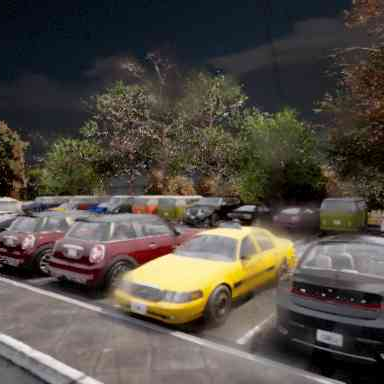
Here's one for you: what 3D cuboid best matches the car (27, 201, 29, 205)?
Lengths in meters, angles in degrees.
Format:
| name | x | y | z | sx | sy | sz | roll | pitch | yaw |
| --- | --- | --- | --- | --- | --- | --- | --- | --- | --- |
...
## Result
| name | x | y | z | sx | sy | sz | roll | pitch | yaw |
| --- | --- | --- | --- | --- | --- | --- | --- | --- | --- |
| car | -16.240 | 1.733 | 35.916 | 2.231 | 1.521 | 4.892 | -1 | -1 | 36 |

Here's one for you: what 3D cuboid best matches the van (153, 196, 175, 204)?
| name | x | y | z | sx | sy | sz | roll | pitch | yaw |
| --- | --- | --- | --- | --- | --- | --- | --- | --- | --- |
| van | -0.520 | 1.287 | 24.814 | 1.878 | 1.987 | 4.442 | 0 | 0 | 36 |

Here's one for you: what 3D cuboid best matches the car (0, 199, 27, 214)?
| name | x | y | z | sx | sy | sz | roll | pitch | yaw |
| --- | --- | --- | --- | --- | --- | --- | --- | --- | --- |
| car | -23.014 | 1.746 | 40.733 | 2.185 | 1.767 | 4.553 | -1 | -1 | 36 |

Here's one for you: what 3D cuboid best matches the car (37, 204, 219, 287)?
| name | x | y | z | sx | sy | sz | roll | pitch | yaw |
| --- | --- | --- | --- | --- | --- | --- | --- | --- | --- |
| car | -1.458 | 1.382 | 9.218 | 2.185 | 1.767 | 4.553 | 0 | 0 | 36 |

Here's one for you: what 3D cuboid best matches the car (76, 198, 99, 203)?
| name | x | y | z | sx | sy | sz | roll | pitch | yaw |
| --- | --- | --- | --- | --- | --- | --- | --- | --- | --- |
| car | -7.225 | 1.545 | 29.476 | 2.097 | 1.535 | 5.008 | -1 | -1 | 36 |

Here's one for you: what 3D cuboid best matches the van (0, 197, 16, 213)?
| name | x | y | z | sx | sy | sz | roll | pitch | yaw |
| --- | --- | --- | --- | --- | --- | --- | --- | --- | --- |
| van | -25.181 | 1.693 | 42.467 | 1.878 | 1.987 | 4.442 | -1 | -1 | 36 |

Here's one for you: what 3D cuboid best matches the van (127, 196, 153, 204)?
| name | x | y | z | sx | sy | sz | roll | pitch | yaw |
| --- | --- | --- | --- | --- | --- | --- | --- | --- | --- |
| van | -2.671 | 1.289 | 26.354 | 1.878 | 1.987 | 4.442 | 0 | 0 | 36 |

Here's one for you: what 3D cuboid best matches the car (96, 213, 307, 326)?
| name | x | y | z | sx | sy | sz | roll | pitch | yaw |
| --- | --- | --- | --- | --- | --- | --- | --- | --- | --- |
| car | 0.710 | 1.503 | 7.476 | 1.946 | 1.575 | 5.366 | 0 | 0 | 36 |

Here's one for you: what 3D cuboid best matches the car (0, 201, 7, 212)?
| name | x | y | z | sx | sy | sz | roll | pitch | yaw |
| --- | --- | --- | --- | --- | --- | --- | --- | --- | --- |
| car | -27.502 | 1.966 | 43.977 | 2.231 | 1.521 | 4.892 | -1 | -1 | 36 |

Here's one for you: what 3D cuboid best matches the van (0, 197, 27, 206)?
| name | x | y | z | sx | sy | sz | roll | pitch | yaw |
| --- | --- | --- | --- | --- | --- | --- | --- | --- | --- |
| van | -10.538 | 1.290 | 15.612 | 1.878 | 1.987 | 4.442 | 0 | 0 | 36 |

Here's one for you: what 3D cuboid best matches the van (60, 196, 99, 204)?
| name | x | y | z | sx | sy | sz | roll | pitch | yaw |
| --- | --- | --- | --- | --- | --- | --- | --- | --- | --- |
| van | -9.551 | 1.366 | 30.992 | 1.878 | 1.987 | 4.442 | -1 | -1 | 36 |

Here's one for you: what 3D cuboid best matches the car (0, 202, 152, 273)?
| name | x | y | z | sx | sy | sz | roll | pitch | yaw |
| --- | --- | --- | --- | --- | --- | --- | --- | --- | --- |
| car | -3.715 | 1.384 | 10.834 | 2.185 | 1.767 | 4.553 | 0 | 0 | 36 |

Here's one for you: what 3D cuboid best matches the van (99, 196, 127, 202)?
| name | x | y | z | sx | sy | sz | roll | pitch | yaw |
| --- | --- | --- | --- | --- | --- | --- | --- | --- | --- |
| van | -5.167 | 1.291 | 27.854 | 1.878 | 1.987 | 4.442 | -1 | 0 | 36 |

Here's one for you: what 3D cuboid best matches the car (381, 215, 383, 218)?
| name | x | y | z | sx | sy | sz | roll | pitch | yaw |
| --- | --- | --- | --- | --- | --- | --- | --- | --- | --- |
| car | 10.677 | 1.542 | 16.659 | 2.002 | 1.452 | 4.674 | 0 | 0 | 36 |

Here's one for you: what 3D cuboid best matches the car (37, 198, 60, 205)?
| name | x | y | z | sx | sy | sz | roll | pitch | yaw |
| --- | --- | --- | --- | --- | --- | --- | --- | --- | --- |
| car | -11.838 | 1.636 | 32.545 | 1.946 | 1.575 | 5.366 | -1 | -1 | 36 |

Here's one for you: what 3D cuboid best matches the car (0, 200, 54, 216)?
| name | x | y | z | sx | sy | sz | roll | pitch | yaw |
| --- | --- | --- | --- | --- | --- | --- | --- | --- | --- |
| car | -18.491 | 1.778 | 37.529 | 2.097 | 1.535 | 5.008 | -1 | -1 | 36 |

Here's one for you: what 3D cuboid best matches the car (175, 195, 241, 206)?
| name | x | y | z | sx | sy | sz | roll | pitch | yaw |
| --- | --- | --- | --- | --- | --- | --- | --- | --- | --- |
| car | 1.648 | 1.259 | 23.084 | 2.435 | 2.045 | 5.566 | 0 | 0 | 36 |

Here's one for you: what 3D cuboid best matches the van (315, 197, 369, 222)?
| name | x | y | z | sx | sy | sz | roll | pitch | yaw |
| --- | --- | --- | --- | --- | --- | --- | --- | --- | --- |
| van | 8.490 | 1.278 | 18.364 | 1.878 | 1.987 | 4.442 | 0 | 0 | 36 |

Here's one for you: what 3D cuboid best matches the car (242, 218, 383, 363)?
| name | x | y | z | sx | sy | sz | roll | pitch | yaw |
| --- | --- | --- | --- | --- | --- | --- | --- | --- | --- |
| car | 3.071 | 1.505 | 6.006 | 2.231 | 1.521 | 4.892 | 0 | 0 | 36 |

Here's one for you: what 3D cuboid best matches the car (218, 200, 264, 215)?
| name | x | y | z | sx | sy | sz | roll | pitch | yaw |
| --- | --- | --- | --- | --- | --- | --- | --- | --- | --- |
| car | 4.015 | 1.508 | 21.417 | 2.097 | 1.535 | 5.008 | 0 | 0 | 36 |

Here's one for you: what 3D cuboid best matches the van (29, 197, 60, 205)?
| name | x | y | z | sx | sy | sz | roll | pitch | yaw |
| --- | --- | --- | --- | --- | --- | --- | --- | --- | --- |
| van | -13.919 | 1.459 | 34.406 | 1.878 | 1.987 | 4.442 | -1 | -1 | 36 |

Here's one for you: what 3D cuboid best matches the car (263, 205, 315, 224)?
| name | x | y | z | sx | sy | sz | roll | pitch | yaw |
| --- | --- | --- | --- | --- | --- | --- | --- | --- | --- |
| car | 6.271 | 1.546 | 19.807 | 2.002 | 1.452 | 4.674 | 0 | 0 | 36 |
